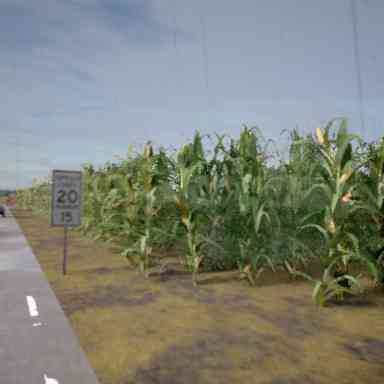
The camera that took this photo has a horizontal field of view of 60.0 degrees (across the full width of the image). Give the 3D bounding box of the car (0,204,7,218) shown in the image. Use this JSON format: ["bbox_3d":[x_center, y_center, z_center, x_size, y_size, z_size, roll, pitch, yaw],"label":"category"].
[{"bbox_3d":[-21.801,2.045,36.905,1.837,1.490,4.892,2,-2,-30],"label":"car"}]

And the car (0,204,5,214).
[{"bbox_3d":[-26.945,2.360,45.951,1.895,1.301,4.718,2,-2,-28],"label":"car"}]
